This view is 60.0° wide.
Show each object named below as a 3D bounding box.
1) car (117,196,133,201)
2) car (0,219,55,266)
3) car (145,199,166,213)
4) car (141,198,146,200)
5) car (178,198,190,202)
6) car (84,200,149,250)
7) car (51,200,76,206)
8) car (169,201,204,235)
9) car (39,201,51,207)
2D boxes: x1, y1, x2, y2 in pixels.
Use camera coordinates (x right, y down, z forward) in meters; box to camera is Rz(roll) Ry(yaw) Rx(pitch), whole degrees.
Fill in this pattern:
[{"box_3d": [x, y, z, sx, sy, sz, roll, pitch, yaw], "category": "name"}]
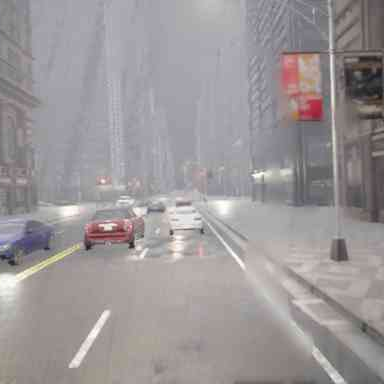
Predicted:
[{"box_3d": [-11.267, 1.768, 56.164, 2.150, 2.045, 5.566, -2, 0, -2], "category": "car"}, {"box_3d": [-6.803, 1.798, 12.743, 1.812, 1.442, 4.674, -2, 0, -2], "category": "car"}, {"box_3d": [-4.150, 1.730, 39.070, 1.994, 1.385, 4.181, -2, 0, -2], "category": "car"}, {"box_3d": [-8.013, 1.880, 56.292, 1.837, 1.490, 4.892, -2, 0, -2], "category": "car"}, {"box_3d": [-0.941, 1.515, 40.046, 1.882, 1.535, 5.008, -2, 0, -2], "category": "car"}, {"box_3d": [-3.459, 1.490, 15.585, 2.097, 1.767, 4.553, -2, 0, -2], "category": "car"}, {"box_3d": [-28.060, 2.531, 73.697, 4.507, 1.381, 1.887, -2, 0, -2], "category": "car"}, {"box_3d": [-0.335, 1.538, 19.234, 1.812, 1.442, 4.674, -2, 0, -1], "category": "car"}, {"box_3d": [-33.510, 2.687, 73.502, 4.829, 1.417, 1.752, -2, 0, -2], "category": "car"}]
